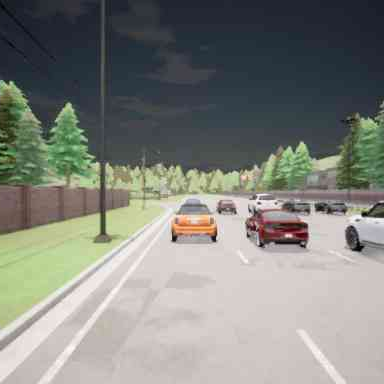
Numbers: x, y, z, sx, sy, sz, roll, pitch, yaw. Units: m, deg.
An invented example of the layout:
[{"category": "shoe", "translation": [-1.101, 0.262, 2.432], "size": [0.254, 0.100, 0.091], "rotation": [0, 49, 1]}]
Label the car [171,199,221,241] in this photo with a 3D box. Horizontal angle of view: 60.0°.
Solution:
[{"category": "car", "translation": [0.104, 1.353, 16.955], "size": [2.097, 1.767, 4.553], "rotation": [0, 0, 0]}]

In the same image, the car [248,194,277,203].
[{"category": "car", "translation": [7.109, 1.224, 33.769], "size": [2.150, 2.045, 5.566], "rotation": [0, 0, 0]}]

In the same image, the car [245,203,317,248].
[{"category": "car", "translation": [3.603, 1.479, 14.886], "size": [1.882, 1.535, 5.008], "rotation": [0, 0, 0]}]

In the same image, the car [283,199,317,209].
[{"category": "car", "translation": [10.608, 1.494, 34.147], "size": [2.128, 1.511, 4.902], "rotation": [0, 0, 0]}]

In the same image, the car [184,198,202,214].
[{"category": "car", "translation": [0.107, 1.481, 35.891], "size": [1.882, 1.535, 5.008], "rotation": [0, 0, 0]}]

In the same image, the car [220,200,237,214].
[{"category": "car", "translation": [3.608, 1.528, 35.448], "size": [1.812, 1.442, 4.674], "rotation": [0, 0, 0]}]

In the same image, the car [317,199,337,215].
[{"category": "car", "translation": [14.108, 1.493, 34.141], "size": [2.128, 1.511, 4.902], "rotation": [0, 0, 0]}]

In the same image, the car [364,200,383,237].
[{"category": "car", "translation": [10.604, 1.353, 16.171], "size": [2.097, 1.767, 4.553], "rotation": [0, 0, 0]}]

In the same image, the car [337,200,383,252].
[{"category": "car", "translation": [7.102, 1.222, 10.819], "size": [2.150, 2.045, 5.566], "rotation": [0, 0, 0]}]
